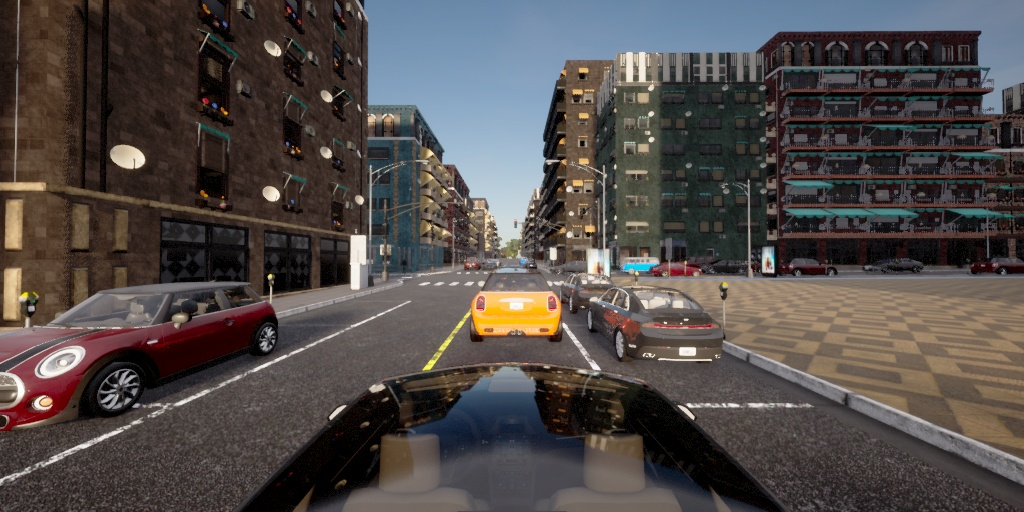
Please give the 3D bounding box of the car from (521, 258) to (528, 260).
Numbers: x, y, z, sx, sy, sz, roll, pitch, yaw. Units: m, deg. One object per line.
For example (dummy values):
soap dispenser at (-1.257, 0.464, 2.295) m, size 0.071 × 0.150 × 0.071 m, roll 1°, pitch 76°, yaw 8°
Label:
car at (2.675, 1.334, 51.712) m, size 1.948 × 1.339 × 4.313 m, roll 0°, pitch 0°, yaw 0°

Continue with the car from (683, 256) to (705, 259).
car at (19.286, 0.977, 38.491) m, size 5.009 × 1.841 × 2.192 m, roll 0°, pitch 0°, yaw 0°

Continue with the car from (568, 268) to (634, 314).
car at (2.817, 1.304, 13.519) m, size 2.007 × 1.370 × 4.403 m, roll 0°, pitch 0°, yaw 0°

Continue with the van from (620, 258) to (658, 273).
van at (13.758, 1.046, 38.529) m, size 3.998 × 1.789 × 1.690 m, roll 0°, pitch 0°, yaw 0°

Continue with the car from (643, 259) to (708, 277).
car at (13.699, 1.162, 30.149) m, size 4.207 × 1.307 × 1.802 m, roll 0°, pitch 0°, yaw 0°

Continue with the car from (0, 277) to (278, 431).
car at (-5.820, 1.191, 5.711) m, size 1.967 × 1.591 × 4.097 m, roll 0°, pitch 0°, yaw 0°

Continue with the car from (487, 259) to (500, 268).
car at (-3.099, 1.298, 60.997) m, size 1.812 × 1.442 × 4.674 m, roll 0°, pitch 0°, yaw 0°

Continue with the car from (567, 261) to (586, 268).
car at (6.410, 1.227, 36.824) m, size 4.902 × 1.511 × 2.128 m, roll -1°, pitch -1°, yaw 13°

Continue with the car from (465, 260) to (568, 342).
car at (0.095, 1.104, 9.928) m, size 2.097 × 1.767 × 4.553 m, roll 0°, pitch 0°, yaw 0°

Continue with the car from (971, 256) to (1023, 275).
car at (41.335, 0.811, 29.960) m, size 4.097 × 1.591 × 1.967 m, roll 0°, pitch 0°, yaw 0°

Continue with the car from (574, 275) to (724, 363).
car at (2.819, 1.302, 7.949) m, size 2.007 × 1.370 × 4.403 m, roll 0°, pitch 0°, yaw 0°

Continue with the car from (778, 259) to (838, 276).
car at (24.754, 0.935, 30.073) m, size 4.097 × 1.591 × 1.967 m, roll 0°, pitch 0°, yaw 0°

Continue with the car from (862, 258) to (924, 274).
car at (37.926, 0.974, 35.768) m, size 4.902 × 1.511 × 2.128 m, roll 0°, pitch -1°, yaw 1°

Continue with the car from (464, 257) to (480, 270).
car at (-5.705, 1.083, 51.749) m, size 2.192 × 1.841 × 5.009 m, roll 0°, pitch 0°, yaw 0°

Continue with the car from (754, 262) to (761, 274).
car at (24.814, 1.165, 38.453) m, size 4.507 × 1.381 × 1.888 m, roll 0°, pitch 0°, yaw 0°

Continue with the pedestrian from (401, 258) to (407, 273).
pedestrian at (-12.542, 1.097, 41.672) m, size 0.375 × 1.860 × 0.375 m, roll 0°, pitch 0°, yaw 0°

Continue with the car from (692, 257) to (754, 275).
car at (20.951, 1.116, 35.902) m, size 4.892 × 1.490 × 1.837 m, roll 0°, pitch -1°, yaw 0°
